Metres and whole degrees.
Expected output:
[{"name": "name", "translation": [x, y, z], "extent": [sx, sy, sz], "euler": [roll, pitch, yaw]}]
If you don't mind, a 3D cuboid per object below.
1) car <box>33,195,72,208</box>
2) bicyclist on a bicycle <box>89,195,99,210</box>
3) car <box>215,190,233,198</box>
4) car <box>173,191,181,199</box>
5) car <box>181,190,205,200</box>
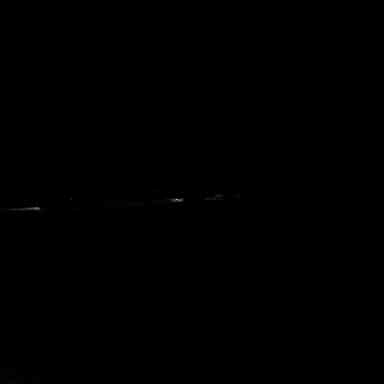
[{"name": "car", "translation": [-16.440, 1.094, 39.345], "extent": [1.994, 1.385, 4.181], "euler": [1, 2, 35]}, {"name": "bicyclist on a bicycle", "translation": [-10.264, 1.093, 34.926], "extent": [1.656, 1.620, 0.582], "euler": [-1, 1, 35]}, {"name": "car", "translation": [6.276, 0.345, 65.129], "extent": [2.128, 1.511, 4.902], "euler": [1, 2, 35]}, {"name": "car", "translation": [-1.412, 0.458, 60.405], "extent": [1.837, 1.490, 4.892], "euler": [1, 1, 36]}, {"name": "car", "translation": [0.538, 0.608, 56.969], "extent": [1.994, 1.385, 4.181], "euler": [1, 2, 36]}]
